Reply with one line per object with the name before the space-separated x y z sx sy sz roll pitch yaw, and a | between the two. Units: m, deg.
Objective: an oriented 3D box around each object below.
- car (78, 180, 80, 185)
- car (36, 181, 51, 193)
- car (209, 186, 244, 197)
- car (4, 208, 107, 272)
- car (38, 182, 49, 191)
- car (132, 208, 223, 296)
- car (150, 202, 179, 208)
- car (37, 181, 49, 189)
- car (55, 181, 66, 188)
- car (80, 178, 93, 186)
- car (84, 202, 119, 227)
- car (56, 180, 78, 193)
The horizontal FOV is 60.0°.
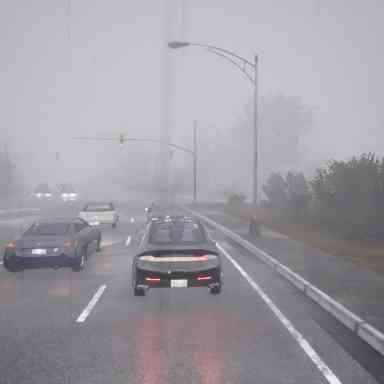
car | -29.501 -2.142 82.259 1.882 1.535 5.008 -1 3 -25
car | -23.425 -0.529 52.490 1.994 1.385 4.181 -1 3 -23
car | 4.808 -0.091 46.025 4.902 1.511 2.128 0 3 -22
car | -4.123 1.452 10.502 1.994 1.385 4.181 0 1 -6
car | -27.047 -1.018 60.610 1.837 1.490 4.892 -1 3 -24
car | -0.415 1.409 8.480 2.128 1.511 4.902 0 1 -4
car | -1.471 1.218 17.818 2.033 1.411 5.357 0 2 -9
car | -31.451 -1.478 70.028 2.128 1.511 4.902 -1 3 -25
car | -28.539 -1.608 72.055 1.837 1.490 4.892 -1 3 -25
car | -26.350 -2.473 83.769 2.150 2.045 5.566 -1 3 -25
car | -5.259 1.226 19.226 1.895 1.301 4.718 0 2 -9
car | -20.360 -0.684 54.080 2.128 1.511 4.902 -2 3 -27
